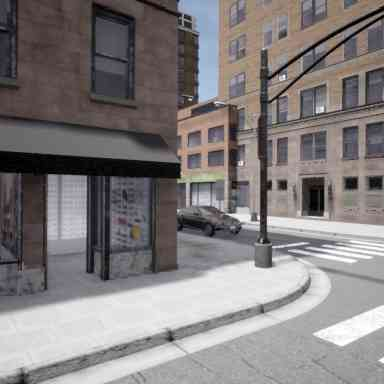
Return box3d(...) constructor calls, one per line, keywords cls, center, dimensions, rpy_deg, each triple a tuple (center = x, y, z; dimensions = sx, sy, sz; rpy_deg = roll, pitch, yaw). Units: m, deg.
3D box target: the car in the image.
box3d(cls="car", center=(0.651, 1.445, 17.944), dimensions=(1.812, 1.442, 4.674), rpy_deg=(0, 0, -34))
